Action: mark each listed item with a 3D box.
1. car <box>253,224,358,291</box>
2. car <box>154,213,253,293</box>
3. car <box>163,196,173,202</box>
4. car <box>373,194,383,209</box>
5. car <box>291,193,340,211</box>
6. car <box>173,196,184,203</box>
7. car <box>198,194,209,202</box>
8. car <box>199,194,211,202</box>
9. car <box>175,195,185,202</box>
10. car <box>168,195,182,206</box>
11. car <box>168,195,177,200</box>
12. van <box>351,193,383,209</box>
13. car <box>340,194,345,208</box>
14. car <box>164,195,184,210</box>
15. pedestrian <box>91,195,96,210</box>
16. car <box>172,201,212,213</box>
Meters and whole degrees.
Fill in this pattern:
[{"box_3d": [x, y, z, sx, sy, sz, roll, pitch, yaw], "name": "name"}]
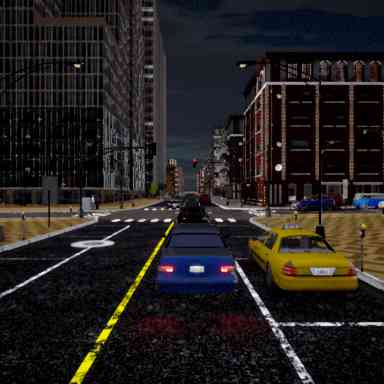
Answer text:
[{"box_3d": [2.563, 1.525, 8.838, 1.752, 1.417, 4.829, 0, 0, 0], "name": "car"}, {"box_3d": [0.095, 1.547, 8.987, 2.033, 1.411, 5.357, 0, 0, 0], "name": "car"}, {"box_3d": [-5.329, 1.556, 74.670, 2.008, 1.369, 4.403, 0, 0, 0], "name": "car"}, {"box_3d": [23.082, 1.214, 36.664, 4.674, 1.442, 1.812, -1, 0, 0], "name": "car"}, {"box_3d": [13.280, 1.162, 36.530, 4.553, 1.767, 2.097, -1, 0, -1], "name": "car"}, {"box_3d": [-2.772, 1.569, 68.104, 1.994, 1.385, 4.181, 0, 0, 0], "name": "car"}, {"box_3d": [2.551, 1.320, 74.671, 2.192, 1.841, 5.009, 0, 0, 0], "name": "car"}, {"box_3d": [2.553, 1.319, 63.485, 2.192, 1.841, 5.009, 0, 0, 0], "name": "car"}, {"box_3d": [-2.764, 1.531, 78.514, 2.128, 1.511, 4.902, 0, 0, 0], "name": "car"}, {"box_3d": [-2.840, 1.354, 56.696, 2.097, 1.767, 4.553, 0, 0, 0], "name": "car"}, {"box_3d": [-5.331, 1.559, 91.449, 2.008, 1.369, 4.403, 0, 0, 0], "name": "car"}, {"box_3d": [20.963, 1.050, 39.092, 3.998, 1.788, 1.690, -1, 1, -1], "name": "van"}, {"box_3d": [15.307, 1.095, 39.032, 5.009, 1.841, 2.192, -1, 1, -1], "name": "car"}, {"box_3d": [-2.398, 1.494, 43.505, 2.128, 1.511, 4.902, 0, 0, -7], "name": "car"}, {"box_3d": [-12.355, 1.271, 41.673, 0.375, 1.860, 0.375, 0, 1, -1], "name": "pedestrian"}, {"box_3d": [0.080, 1.505, 18.728, 1.837, 1.490, 4.892, 0, 0, 0], "name": "car"}]
